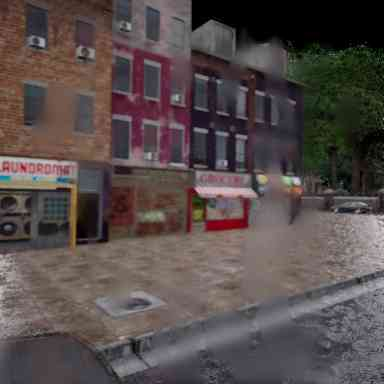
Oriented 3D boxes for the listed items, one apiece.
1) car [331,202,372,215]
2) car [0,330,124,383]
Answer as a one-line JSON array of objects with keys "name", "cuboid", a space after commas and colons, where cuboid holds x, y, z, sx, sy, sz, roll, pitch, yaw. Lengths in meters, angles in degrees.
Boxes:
[{"name": "car", "cuboid": [18.050, 1.797, 37.770, 2.008, 1.369, 4.403, 1, -1, -36]}, {"name": "car", "cuboid": [-2.743, 1.548, 1.113, 5.357, 1.411, 2.033, 0, 0, -36]}]
